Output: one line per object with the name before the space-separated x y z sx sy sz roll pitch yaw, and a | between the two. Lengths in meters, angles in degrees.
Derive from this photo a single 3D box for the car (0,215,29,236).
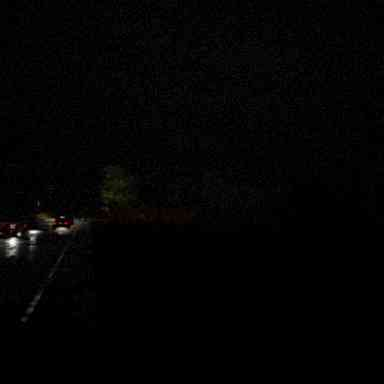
car | -15.836 2.828 28.573 2.097 1.767 4.553 2 -4 -17

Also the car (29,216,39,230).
car | -18.913 3.530 38.424 1.837 1.490 4.892 2 -4 -18

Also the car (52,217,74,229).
car | -15.666 3.739 40.140 2.033 1.411 5.357 2 -4 -17

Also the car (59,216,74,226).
car | -18.860 4.351 50.166 1.895 1.301 4.718 2 -4 -17
